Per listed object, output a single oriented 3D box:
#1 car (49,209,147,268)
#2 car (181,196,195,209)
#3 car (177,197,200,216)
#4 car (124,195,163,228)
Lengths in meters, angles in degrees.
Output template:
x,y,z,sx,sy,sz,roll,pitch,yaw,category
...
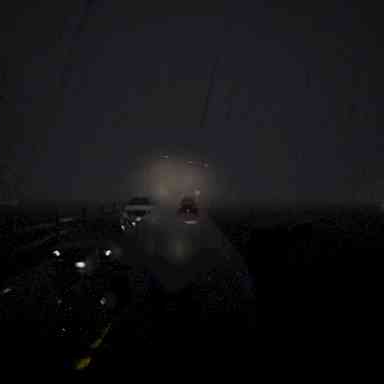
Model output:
x,y,z,sx,sy,sz,roll,pitch,yaw,category
-2.991,1.546,11.504,2.033,1.411,5.357,0,0,-1,car
-0.558,1.430,46.135,1.882,1.535,5.008,0,0,0,car
-0.367,1.496,32.556,1.812,1.442,4.674,0,0,0,car
-3.125,1.211,22.142,2.150,2.045,5.566,0,0,-1,car
